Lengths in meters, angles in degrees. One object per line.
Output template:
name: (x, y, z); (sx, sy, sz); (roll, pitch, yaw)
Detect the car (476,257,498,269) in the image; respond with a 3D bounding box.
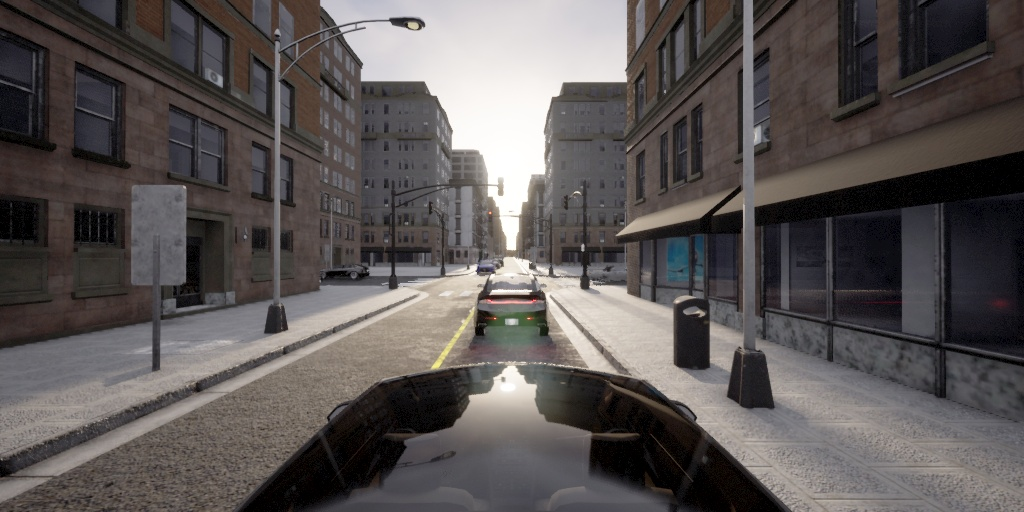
car: (-2.881, 1.207, 39.979); (1.882, 1.535, 5.008); (0, 0, 0)

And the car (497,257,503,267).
car: (-2.853, 1.214, 55.636); (1.837, 1.490, 4.892); (0, 0, 0)

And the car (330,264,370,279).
car: (-14.772, 1.330, 31.517); (4.313, 1.339, 1.948); (0, 0, 0)

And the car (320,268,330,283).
car: (-14.775, 1.289, 23.491); (4.313, 1.339, 1.948); (0, 0, 0)

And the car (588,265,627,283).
car: (8.068, 1.338, 26.422); (4.718, 1.301, 1.895); (0, 0, 6)

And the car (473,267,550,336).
car: (-0.002, 1.242, 10.349); (2.128, 1.511, 4.902); (0, 0, 0)
